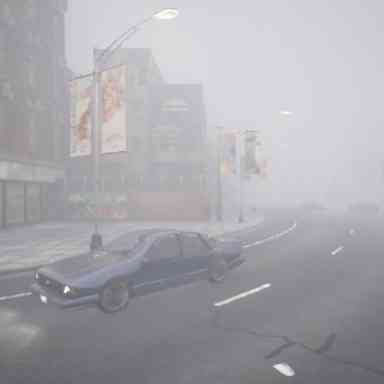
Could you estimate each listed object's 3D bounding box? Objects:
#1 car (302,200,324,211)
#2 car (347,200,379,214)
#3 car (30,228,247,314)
[{"bbox_3d":[15.809,1.746,43.613,1.812,1.442,4.674,0,-1,4],"label":"car"},{"bbox_3d":[18.815,1.625,36.858,1.882,1.535,5.008,0,0,6],"label":"car"},{"bbox_3d":[-0.870,1.618,8.094,5.357,1.411,2.033,0,-1,-44],"label":"car"}]
